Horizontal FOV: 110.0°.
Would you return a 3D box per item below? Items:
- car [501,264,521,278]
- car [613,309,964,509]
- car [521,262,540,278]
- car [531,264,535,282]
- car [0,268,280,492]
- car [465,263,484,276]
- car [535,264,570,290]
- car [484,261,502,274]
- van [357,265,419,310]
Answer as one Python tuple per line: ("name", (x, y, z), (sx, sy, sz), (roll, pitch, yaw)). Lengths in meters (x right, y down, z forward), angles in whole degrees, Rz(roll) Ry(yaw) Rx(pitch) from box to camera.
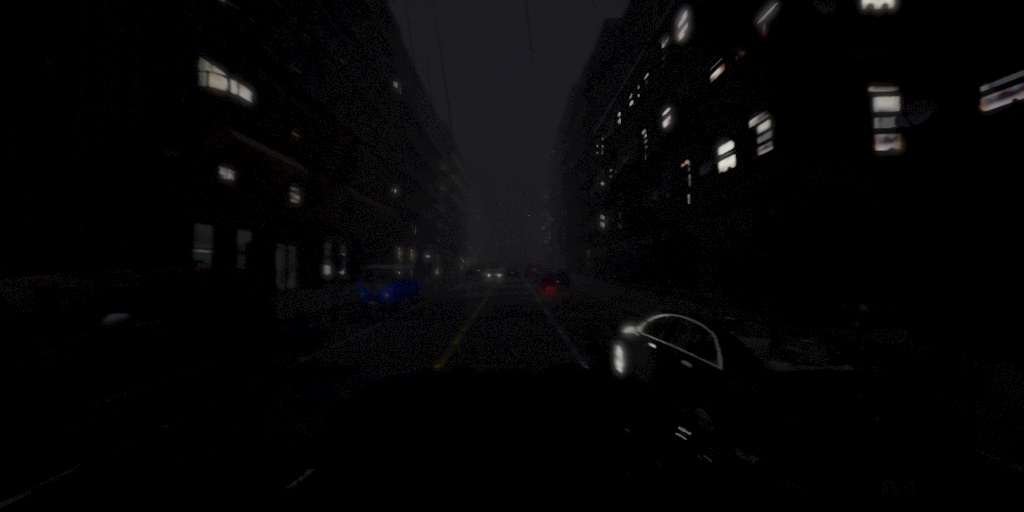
("car", (0.038, 1.952, 43.912), (1.994, 1.385, 4.181), (0, -1, 1))
("car", (2.568, 1.340, 4.559), (2.007, 1.370, 4.403), (0, 0, 0))
("car", (2.536, 1.689, 43.268), (2.192, 1.841, 5.009), (0, 0, 0))
("car", (3.022, 1.720, 33.197), (1.837, 1.490, 4.892), (0, -1, 0))
("car", (-5.314, 1.105, 4.622), (2.192, 1.841, 5.009), (0, 0, 0))
("car", (-5.311, 2.031, 48.859), (1.948, 1.339, 4.313), (0, 0, 0))
("car", (3.016, 1.585, 26.197), (1.882, 1.535, 5.008), (0, -1, 0))
("car", (-2.807, 1.850, 58.595), (2.150, 2.045, 5.566), (0, -1, 1))
("van", (-5.314, 1.289, 15.680), (1.690, 1.789, 3.998), (0, 0, 0))
